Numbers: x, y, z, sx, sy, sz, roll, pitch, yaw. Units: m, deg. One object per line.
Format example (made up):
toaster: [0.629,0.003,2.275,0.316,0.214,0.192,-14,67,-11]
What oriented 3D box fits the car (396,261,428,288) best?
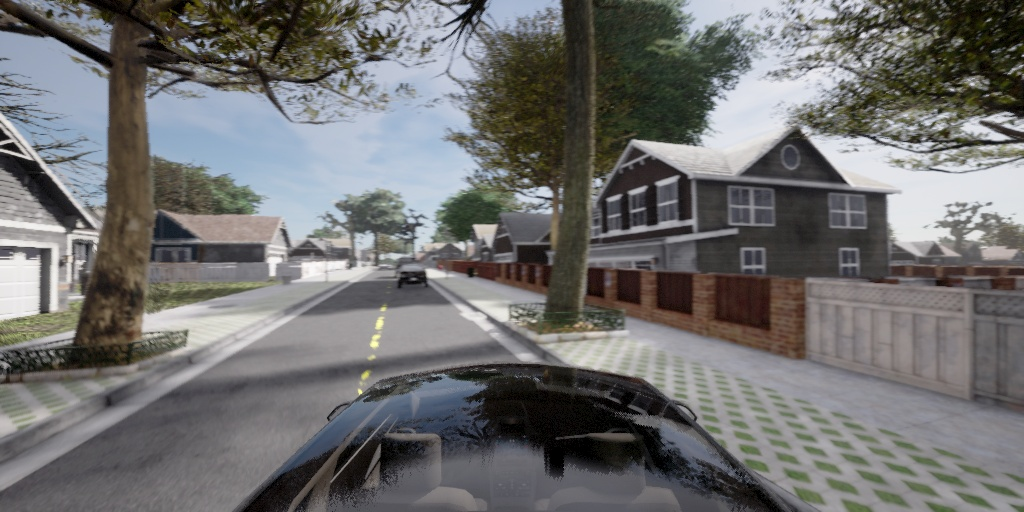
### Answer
car: [-6.883,1.296,24.706,1.882,1.535,5.008,0,0,-18]

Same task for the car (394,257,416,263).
car: [-10.871,1.102,37.013,2.150,2.045,5.566,0,0,-17]

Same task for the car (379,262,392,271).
car: [-20.662,1.686,58.544,1.895,1.301,4.718,0,-1,-18]
